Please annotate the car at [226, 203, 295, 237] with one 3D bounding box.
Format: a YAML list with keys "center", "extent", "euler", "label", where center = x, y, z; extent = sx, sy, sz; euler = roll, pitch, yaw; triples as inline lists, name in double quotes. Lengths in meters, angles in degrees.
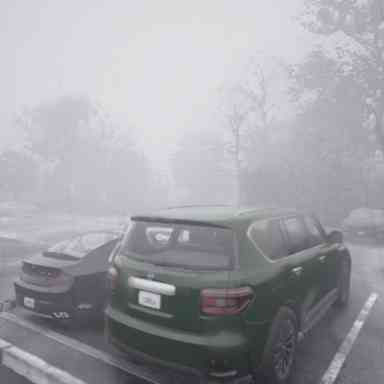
- center: [4.162, 1.507, 19.539]
  extent: [2.097, 1.535, 5.008]
  euler: [-1, 0, 36]
  label: "car"

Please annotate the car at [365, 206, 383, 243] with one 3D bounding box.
- center: [8.700, 1.482, 16.311]
  extent: [2.097, 1.535, 5.008]
  euler: [0, 0, 36]
  label: "car"

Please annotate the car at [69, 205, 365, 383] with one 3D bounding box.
- center: [1.107, 1.231, 5.689]
  extent: [2.435, 2.045, 5.566]
  euler: [0, 0, 36]
  label: "car"

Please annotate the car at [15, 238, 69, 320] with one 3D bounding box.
- center: [-1.191, 1.495, 7.288]
  extent: [2.231, 1.521, 4.892]
  euler: [0, 0, 36]
  label: "car"

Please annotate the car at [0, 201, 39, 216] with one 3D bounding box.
- center: [-19.013, 1.772, 36.099]
  extent: [2.002, 1.452, 4.674]
  euler: [-1, 0, 36]
  label: "car"
